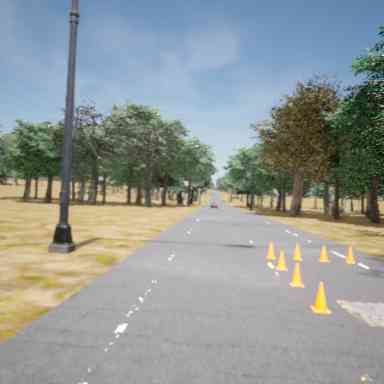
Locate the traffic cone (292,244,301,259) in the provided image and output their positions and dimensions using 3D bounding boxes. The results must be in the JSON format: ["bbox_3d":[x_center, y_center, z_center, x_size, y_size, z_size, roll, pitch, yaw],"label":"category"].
[{"bbox_3d":[4.075,2.312,12.875,0.340,0.580,0.340,3,-1,4],"label":"traffic cone"}]

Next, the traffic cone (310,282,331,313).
[{"bbox_3d":[2.693,2.171,6.953,0.340,0.580,0.340,3,-1,4],"label":"traffic cone"}]

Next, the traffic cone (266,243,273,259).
[{"bbox_3d":[3.079,2.266,12.940,0.340,0.580,0.340,3,-1,4],"label":"traffic cone"}]

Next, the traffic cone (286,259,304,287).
[{"bbox_3d":[2.821,2.202,8.948,0.340,0.580,0.340,3,-1,4],"label":"traffic cone"}]

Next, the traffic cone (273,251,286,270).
[{"bbox_3d":[2.950,2.233,10.944,0.340,0.580,0.340,3,-1,4],"label":"traffic cone"}]

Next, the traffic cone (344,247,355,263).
[{"bbox_3d":[6.069,2.405,12.745,0.340,0.580,0.340,3,-1,4],"label":"traffic cone"}]

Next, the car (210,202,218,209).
[{"bbox_3d":[5.328,3.397,79.241,1.895,1.301,4.718,3,-1,4],"label":"car"}]
